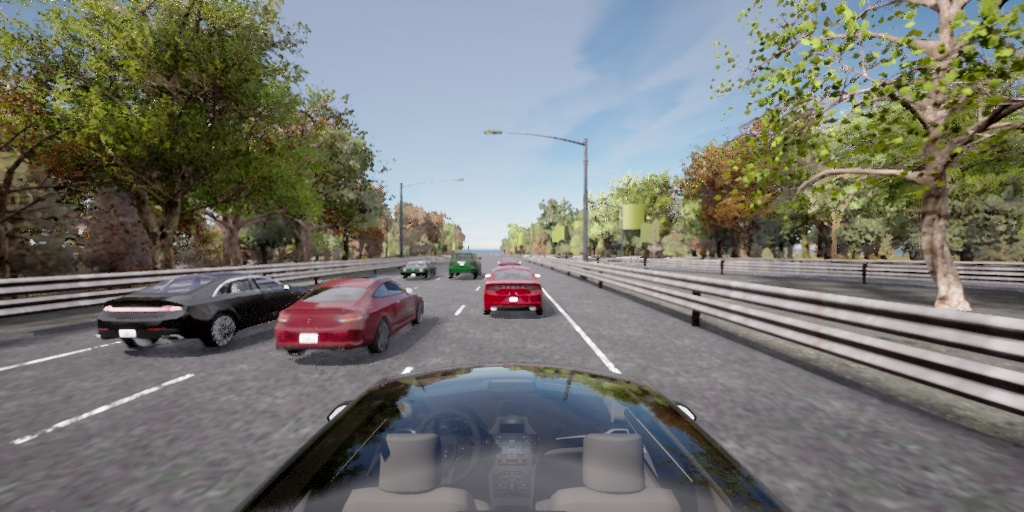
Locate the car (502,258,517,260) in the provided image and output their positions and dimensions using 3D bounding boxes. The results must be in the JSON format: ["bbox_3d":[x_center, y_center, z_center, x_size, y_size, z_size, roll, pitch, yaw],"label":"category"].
[{"bbox_3d":[-0.227,0.899,31.201,1.882,1.535,5.008,0,1,-1],"label":"car"}]

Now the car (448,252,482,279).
[{"bbox_3d":[-3.679,0.670,28.665,2.150,2.045,5.566,0,1,-1],"label":"car"}]

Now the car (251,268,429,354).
[{"bbox_3d":[-3.451,1.197,8.384,1.812,1.442,4.674,0,1,0],"label":"car"}]

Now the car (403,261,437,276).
[{"bbox_3d":[-7.170,1.056,28.087,1.895,1.301,4.718,0,1,-1],"label":"car"}]

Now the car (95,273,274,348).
[{"bbox_3d":[-6.952,1.159,8.906,2.128,1.511,4.902,0,1,0],"label":"car"}]

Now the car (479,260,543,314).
[{"bbox_3d":[0.026,1.095,13.069,1.882,1.535,5.008,0,1,0],"label":"car"}]
